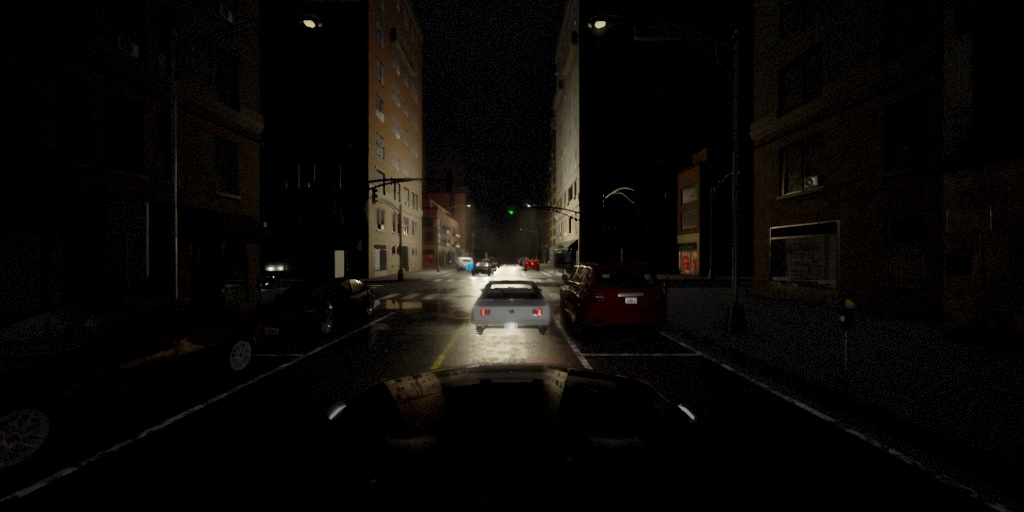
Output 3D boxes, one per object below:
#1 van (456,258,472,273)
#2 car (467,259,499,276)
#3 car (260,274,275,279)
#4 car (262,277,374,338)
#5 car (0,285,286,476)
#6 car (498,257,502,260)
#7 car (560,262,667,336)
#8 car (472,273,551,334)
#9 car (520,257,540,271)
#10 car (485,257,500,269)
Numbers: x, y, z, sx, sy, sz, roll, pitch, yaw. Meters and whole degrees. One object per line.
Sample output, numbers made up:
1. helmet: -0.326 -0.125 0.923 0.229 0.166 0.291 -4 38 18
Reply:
1. van: -5.516 1.101 42.217 1.690 1.789 3.998 0 0 0
2. car: -2.915 1.307 37.158 2.033 1.411 5.357 0 0 4
3. car: -17.319 1.426 22.098 4.718 1.301 1.895 0 0 0
4. car: -5.409 1.319 10.253 1.948 1.339 4.313 0 0 0
5. car: -5.394 1.296 4.742 1.888 1.381 4.507 0 0 0
6. car: -2.960 1.327 58.315 1.994 1.385 4.181 0 0 -2
7. car: 2.616 1.068 10.275 2.192 1.841 5.009 0 0 0
8. car: -0.019 1.354 10.655 1.895 1.301 4.718 0 0 0
9. car: 2.582 1.076 47.646 2.192 1.841 5.009 0 0 0
10. car: -2.957 1.266 47.240 1.837 1.490 4.892 0 0 0
